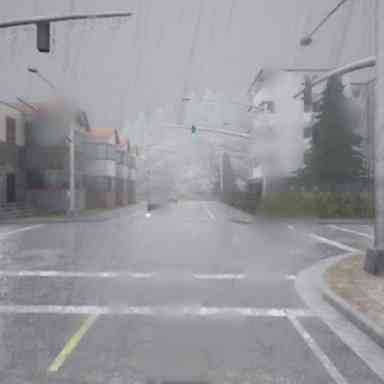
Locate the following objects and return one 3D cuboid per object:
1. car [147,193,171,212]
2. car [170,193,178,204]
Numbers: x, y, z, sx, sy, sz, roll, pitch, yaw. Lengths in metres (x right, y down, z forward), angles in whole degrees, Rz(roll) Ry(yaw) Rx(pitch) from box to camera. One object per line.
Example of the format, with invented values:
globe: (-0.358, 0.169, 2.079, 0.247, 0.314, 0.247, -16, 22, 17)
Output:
car: (-3.581, 1.258, 35.276, 1.882, 1.535, 5.008, 0, 1, 0)
car: (-3.491, 1.005, 55.356, 2.097, 1.767, 4.553, 0, 1, 0)
